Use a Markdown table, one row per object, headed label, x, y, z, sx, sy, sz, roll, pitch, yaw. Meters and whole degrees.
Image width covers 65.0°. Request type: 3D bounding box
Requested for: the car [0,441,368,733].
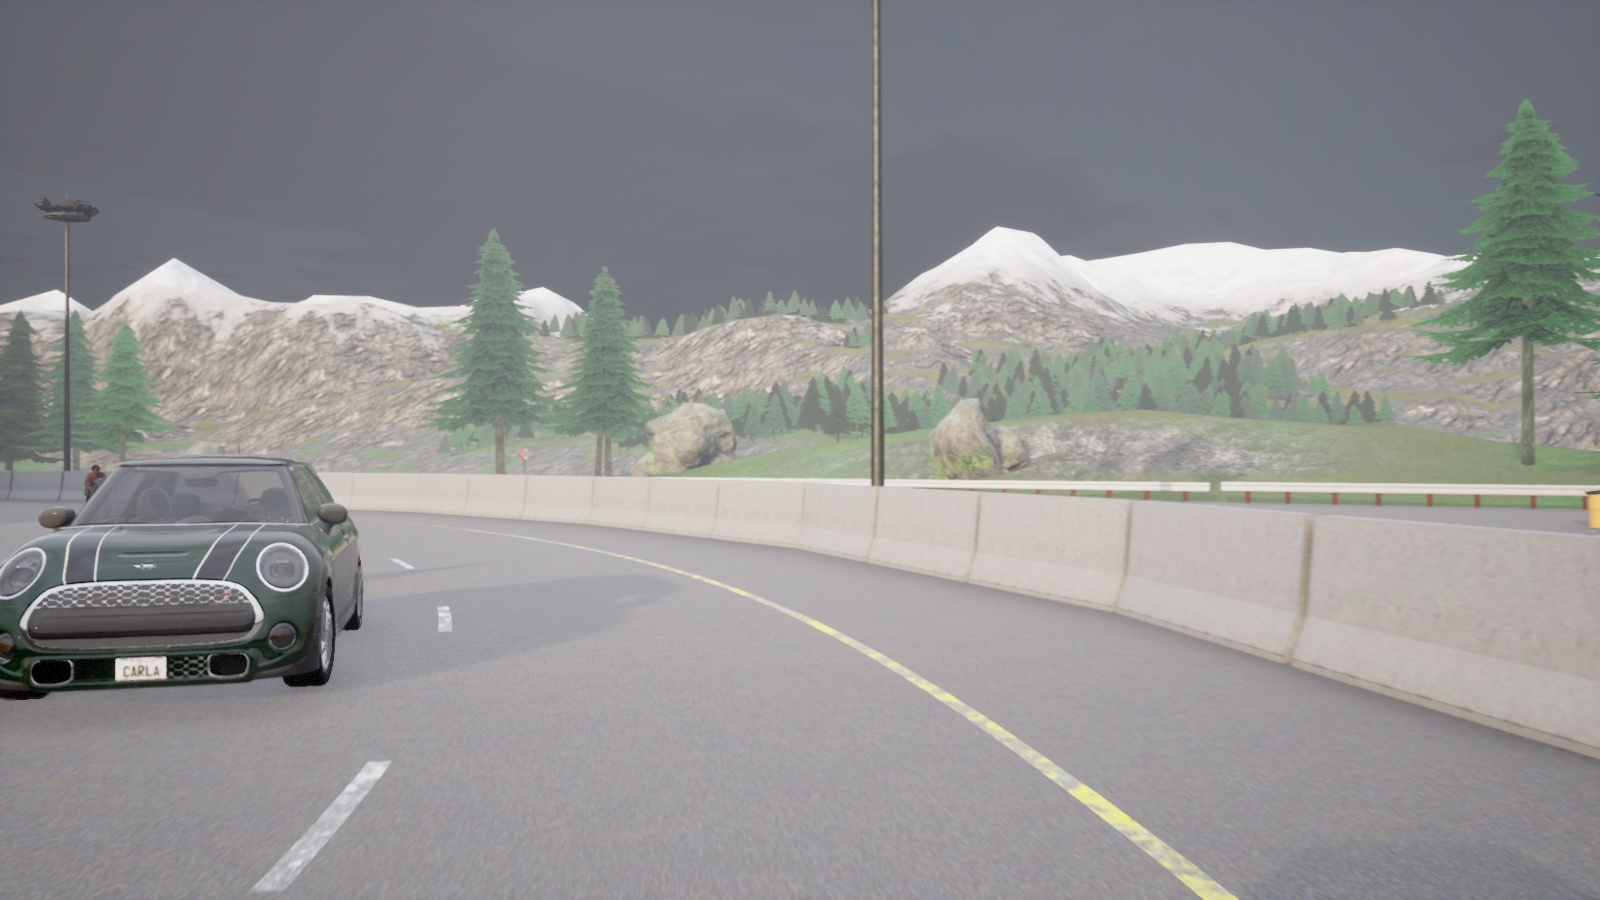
| label | x | y | z | sx | sy | sz | roll | pitch | yaw |
| --- | --- | --- | --- | --- | --- | --- | --- | --- | --- |
| car | -4.745 | 0.857 | 10.074 | 2.097 | 1.767 | 4.553 | -1 | 0 | -15 |
